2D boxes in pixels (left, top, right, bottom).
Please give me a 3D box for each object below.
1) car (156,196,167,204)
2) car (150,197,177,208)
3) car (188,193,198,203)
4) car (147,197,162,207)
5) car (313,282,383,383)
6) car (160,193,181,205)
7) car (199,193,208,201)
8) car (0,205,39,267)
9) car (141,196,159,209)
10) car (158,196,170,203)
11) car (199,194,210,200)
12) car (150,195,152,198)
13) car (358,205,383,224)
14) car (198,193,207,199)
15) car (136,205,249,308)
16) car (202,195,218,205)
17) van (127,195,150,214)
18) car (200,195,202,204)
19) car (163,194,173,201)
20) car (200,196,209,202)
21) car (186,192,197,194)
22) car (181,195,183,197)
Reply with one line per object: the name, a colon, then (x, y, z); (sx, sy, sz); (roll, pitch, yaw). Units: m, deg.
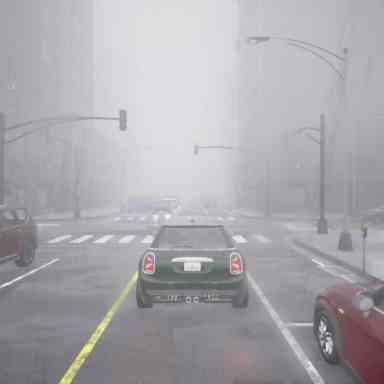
car: (-5.808, 1.515, 63.392); (1.752, 1.417, 4.829); (0, 0, 0)
car: (-3.073, 1.543, 36.039); (2.033, 1.411, 5.357); (0, 0, 0)
car: (0.107, 1.515, 66.609); (1.812, 1.442, 4.674); (0, 0, 0)
car: (-5.817, 1.537, 52.370); (1.887, 1.381, 4.507); (0, 0, 0)
car: (2.670, 1.440, 3.130); (1.967, 1.590, 4.097); (0, 0, 0)
car: (-3.065, 1.215, 46.266); (2.150, 2.045, 5.566); (0, 0, 0)
car: (3.069, 1.210, 86.585); (2.150, 2.045, 5.566); (0, 0, 0)
car: (-5.852, 1.315, 8.635); (2.192, 1.841, 5.009); (0, 0, 0)
car: (-5.822, 1.434, 46.774); (1.967, 1.590, 4.097); (0, 0, 0)
car: (-5.804, 1.540, 69.158); (2.008, 1.369, 4.403); (0, 0, 0)
car: (2.713, 1.557, 57.980); (1.947, 1.339, 4.313); (0, 0, 0)
car: (-5.826, 1.310, 41.179); (2.192, 1.841, 5.009); (0, 0, 0)
car: (14.395, 1.515, 23.743); (4.674, 1.442, 1.812); (0, 0, 1)
car: (2.718, 1.305, 63.574); (2.192, 1.841, 5.009); (0, 0, 0)
car: (0.016, 1.352, 8.056); (2.097, 1.767, 4.553); (0, 0, 0)
car: (2.705, 1.519, 46.961); (1.752, 1.417, 4.829); (0, 0, 0)
van: (-5.830, 1.337, 35.582); (1.690, 1.788, 3.998); (0, 0, 0)
car: (2.709, 1.544, 52.386); (2.008, 1.369, 4.403); (0, 0, 0)
car: (-5.795, 1.302, 80.349); (2.192, 1.841, 5.009); (0, 0, 0)
car: (2.727, 1.570, 74.763); (1.802, 1.307, 4.206); (0, 0, 0)
car: (0.060, 1.362, 76.576); (1.812, 1.442, 4.674); (0, 0, 0)
car: (-3.039, 1.593, 56.538); (1.895, 1.301, 4.718); (0, 0, 0)
